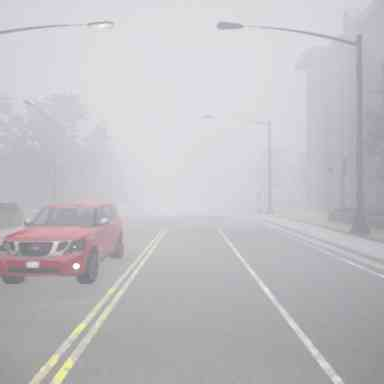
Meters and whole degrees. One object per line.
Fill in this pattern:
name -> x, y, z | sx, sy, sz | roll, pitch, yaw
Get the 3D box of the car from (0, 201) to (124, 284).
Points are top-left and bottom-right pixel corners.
car -> -3.583, 1.317, 10.260 | 2.150, 2.045, 5.566 | 0, -1, 0
